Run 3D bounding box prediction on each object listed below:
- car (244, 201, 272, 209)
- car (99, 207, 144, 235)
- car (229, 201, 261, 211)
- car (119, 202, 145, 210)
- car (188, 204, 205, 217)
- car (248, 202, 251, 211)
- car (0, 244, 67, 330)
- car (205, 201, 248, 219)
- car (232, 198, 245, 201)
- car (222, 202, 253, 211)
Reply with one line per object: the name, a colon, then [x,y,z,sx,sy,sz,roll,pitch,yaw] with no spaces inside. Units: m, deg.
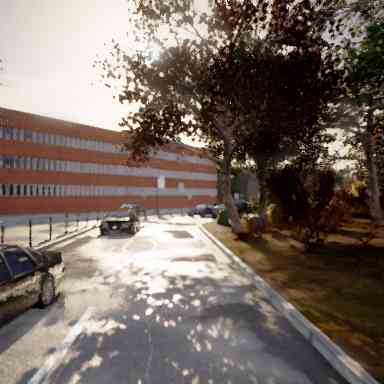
car: [12.381,2.462,62.579,4.674,1.452,2.002,0,-1,34]
car: [-4.497,1.881,21.123,1.994,1.385,4.181,0,-1,-1]
car: [9.189,2.364,57.917,5.008,1.535,2.097,0,-1,34]
car: [-4.813,1.537,25.729,1.812,1.442,4.674,0,-1,4]
car: [1.369,2.141,38.656,1.812,1.442,4.674,0,-1,34]
car: [9.661,1.941,45.015,2.150,2.045,5.566,0,-1,35]
car: [-3.815,1.621,5.422,2.033,1.411,5.357,0,-1,0]
car: [3.859,2.076,36.366,2.128,1.511,4.902,0,-1,34]
car: [5.980,2.051,53.267,5.566,2.045,2.435,0,-1,34]
car: [7.595,2.373,55.581,4.674,1.452,2.002,0,-1,34]
